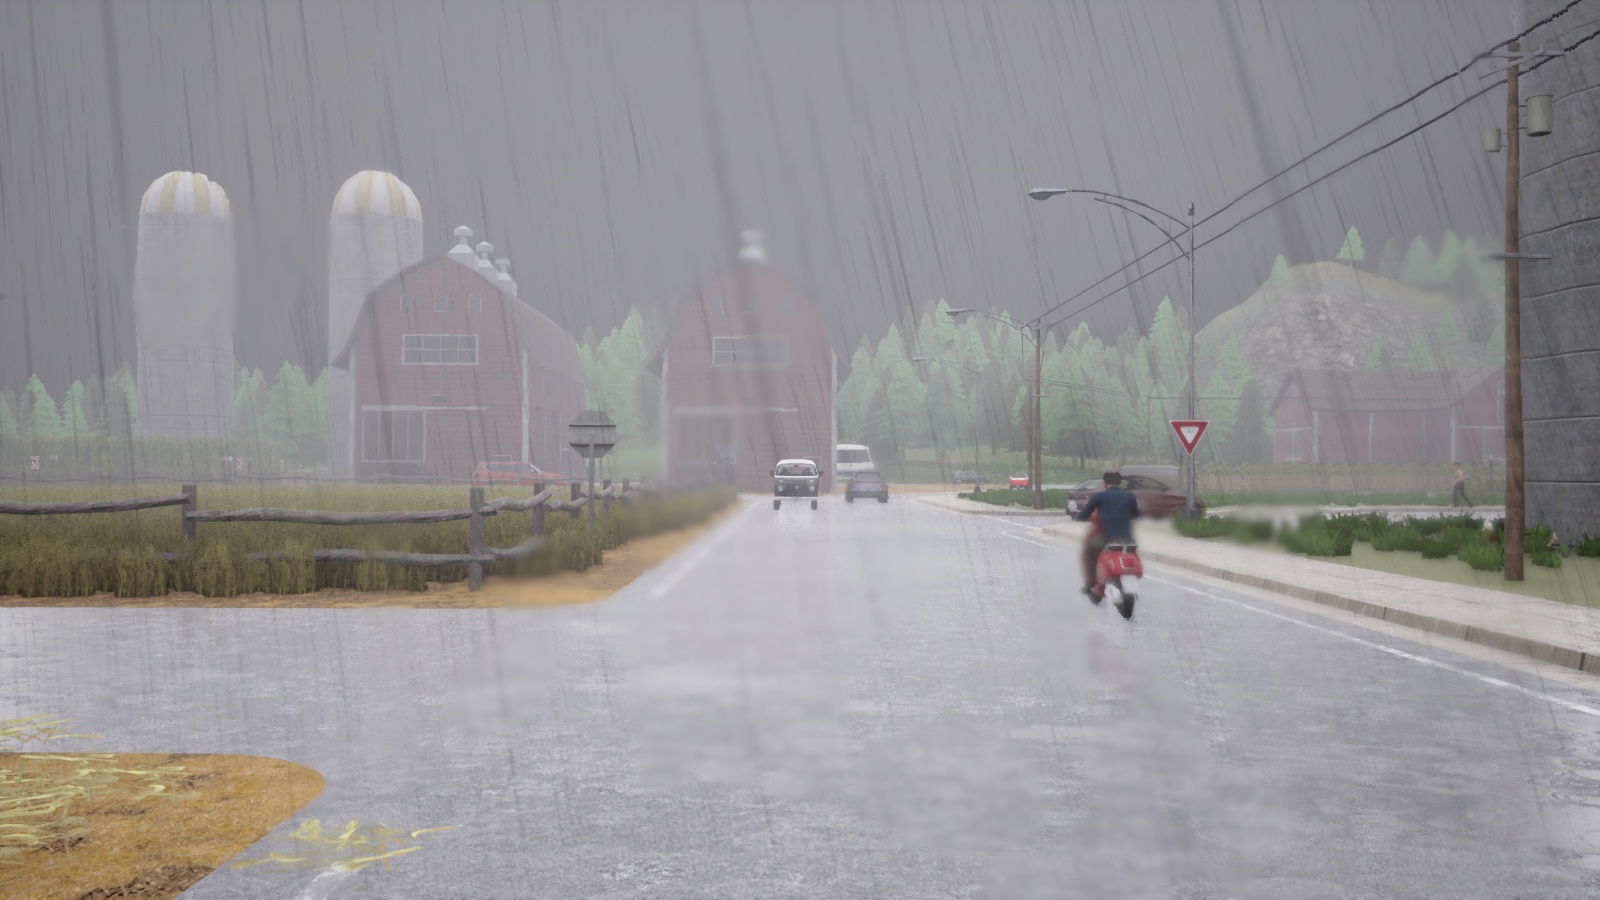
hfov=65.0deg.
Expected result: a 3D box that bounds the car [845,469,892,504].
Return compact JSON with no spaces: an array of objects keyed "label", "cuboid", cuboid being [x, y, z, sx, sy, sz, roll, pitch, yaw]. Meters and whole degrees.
[{"label":"car","cuboid":[3.315,1.765,61.698,2.033,1.649,4.856,0,-1,0]}]

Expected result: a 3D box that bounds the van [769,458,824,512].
[{"label":"van","cuboid":[-0.137,1.383,50.392,2.069,2.038,4.480,0,-1,0]}]

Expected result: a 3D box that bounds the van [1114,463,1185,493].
[{"label":"van","cuboid":[23.764,1.898,85.460,4.442,1.987,1.775,-1,-1,6]}]

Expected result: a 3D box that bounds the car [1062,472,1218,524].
[{"label":"car","cuboid":[10.142,1.416,37.501,4.193,1.474,1.816,0,-1,-18]}]

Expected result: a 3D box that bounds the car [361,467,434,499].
[{"label":"car","cuboid":[-24.529,1.992,76.617,3.866,1.878,1.905,0,-1,-3]}]

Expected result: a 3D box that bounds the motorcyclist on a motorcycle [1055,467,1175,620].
[{"label":"motorcyclist on a motorcycle","cuboid":[3.461,0.988,13.975,0.866,1.590,1.817,0,-1,0]}]

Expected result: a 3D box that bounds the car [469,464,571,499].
[{"label":"car","cuboid":[-16.380,1.832,73.598,5.566,2.045,2.150,0,-1,-3]}]

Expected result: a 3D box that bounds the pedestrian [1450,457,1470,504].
[{"label":"pedestrian","cuboid":[26.186,1.200,49.834,0.594,1.836,0.345,0,-1,-2]}]
